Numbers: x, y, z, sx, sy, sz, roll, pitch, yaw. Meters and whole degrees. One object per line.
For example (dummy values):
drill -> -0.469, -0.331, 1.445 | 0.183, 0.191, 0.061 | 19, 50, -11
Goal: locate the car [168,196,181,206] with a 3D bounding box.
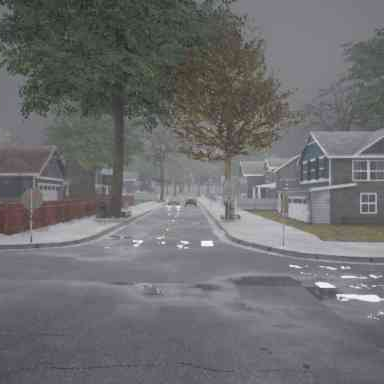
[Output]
car -> -2.993, 1.519, 56.425 | 1.837, 1.490, 4.892 | 0, 0, 0

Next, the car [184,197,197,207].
car -> -0.223, 1.518, 51.847 | 1.837, 1.490, 4.892 | 0, 0, 0
